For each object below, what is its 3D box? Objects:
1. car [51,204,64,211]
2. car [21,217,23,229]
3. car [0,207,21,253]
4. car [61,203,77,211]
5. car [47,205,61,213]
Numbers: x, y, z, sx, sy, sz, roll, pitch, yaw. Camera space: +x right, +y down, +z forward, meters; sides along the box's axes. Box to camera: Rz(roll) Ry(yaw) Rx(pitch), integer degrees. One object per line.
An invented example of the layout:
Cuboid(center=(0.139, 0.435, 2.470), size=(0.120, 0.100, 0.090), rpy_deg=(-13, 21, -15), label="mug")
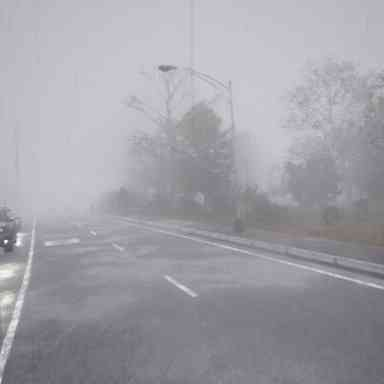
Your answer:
Cuboid(center=(-33.854, 3.955, 83.939), size=(2.128, 1.511, 4.902), rpy_deg=(-4, 0, -12), label="car")
Cuboid(center=(-14.935, 2.480, 27.121), size=(1.812, 1.442, 4.674), rpy_deg=(-4, 0, -25), label="car")
Cuboid(center=(-9.972, 1.843, 16.416), size=(2.150, 2.045, 5.566), rpy_deg=(-4, 0, -25), label="car")
Cuboid(center=(-28.003, 3.668, 75.740), size=(1.895, 1.301, 4.718), rpy_deg=(-4, 0, -17), label="car")
Cuboid(center=(-31.017, 3.790, 73.694), size=(2.033, 1.411, 5.357), rpy_deg=(-4, 0, -17), label="car")
